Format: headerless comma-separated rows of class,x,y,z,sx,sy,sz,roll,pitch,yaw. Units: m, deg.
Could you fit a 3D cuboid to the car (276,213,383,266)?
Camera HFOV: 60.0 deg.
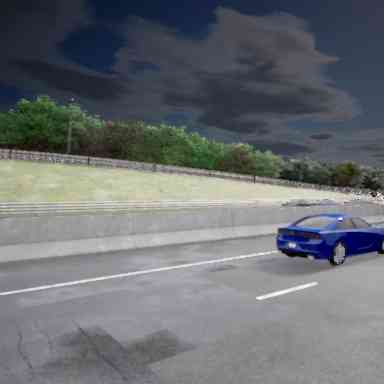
car,5.114,1.486,11.710,5.008,1.535,1.882,0,0,-35

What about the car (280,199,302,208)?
car,12.180,1.562,38.624,4.674,1.442,1.812,0,0,-37

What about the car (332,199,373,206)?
car,16.427,1.516,33.060,5.008,1.535,1.882,0,0,-37

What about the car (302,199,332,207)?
car,14.301,1.563,35.841,4.674,1.442,1.812,0,0,-37
